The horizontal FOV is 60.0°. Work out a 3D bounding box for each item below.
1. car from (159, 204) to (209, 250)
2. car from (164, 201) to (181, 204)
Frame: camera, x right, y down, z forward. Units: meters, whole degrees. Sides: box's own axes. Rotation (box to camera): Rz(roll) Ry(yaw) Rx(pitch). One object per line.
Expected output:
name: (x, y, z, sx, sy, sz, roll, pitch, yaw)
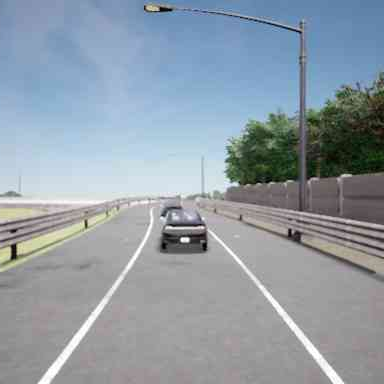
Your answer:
car: (-0.390, 1.519, 14.457, 2.128, 1.511, 4.902, 0, 0, -3)
car: (-1.773, 1.533, 29.546, 1.837, 1.490, 4.892, 0, 0, -7)
